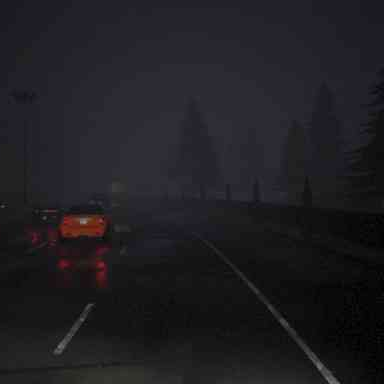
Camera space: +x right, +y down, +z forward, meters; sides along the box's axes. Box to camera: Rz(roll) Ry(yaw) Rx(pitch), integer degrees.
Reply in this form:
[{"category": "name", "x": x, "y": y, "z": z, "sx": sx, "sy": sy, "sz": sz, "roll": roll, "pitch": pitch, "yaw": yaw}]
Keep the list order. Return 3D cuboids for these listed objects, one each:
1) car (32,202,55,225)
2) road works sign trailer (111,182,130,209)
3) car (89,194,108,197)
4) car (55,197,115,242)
[{"category": "car", "x": -10.167, "y": 1.473, "z": 24.005, "sx": 2.128, "sy": 1.511, "sz": 4.902, "roll": 0, "pitch": 0, "yaw": -14}, {"category": "road works sign trailer", "x": -9.678, "y": 0.406, "z": 44.285, "sx": 2.380, "sy": 3.560, "sz": 2.880, "roll": 0, "pitch": 0, "yaw": -27}, {"category": "car", "x": -10.105, "y": 1.183, "z": 35.611, "sx": 2.150, "sy": 2.045, "sz": 5.566, "roll": 0, "pitch": 0, "yaw": -20}, {"category": "car", "x": -5.053, "y": 1.334, "z": 16.565, "sx": 2.097, "sy": 1.767, "sz": 4.553, "roll": 0, "pitch": 0, "yaw": -9}]
